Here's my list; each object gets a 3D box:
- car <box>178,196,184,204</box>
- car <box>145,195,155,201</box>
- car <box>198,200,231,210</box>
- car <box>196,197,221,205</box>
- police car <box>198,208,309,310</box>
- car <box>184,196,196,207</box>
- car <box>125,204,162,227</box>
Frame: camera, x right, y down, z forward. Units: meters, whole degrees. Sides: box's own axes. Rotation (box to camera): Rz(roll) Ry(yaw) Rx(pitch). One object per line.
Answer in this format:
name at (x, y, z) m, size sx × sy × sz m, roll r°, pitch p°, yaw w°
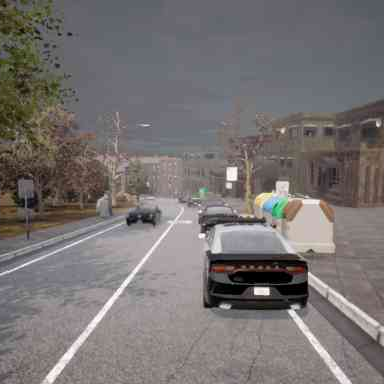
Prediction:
car at (-1.246, 1.357, 60.169) m, size 1.994 × 1.385 × 4.181 m, roll -1°, pitch 0°, yaw -11°
car at (-10.319, 1.495, 81.647) m, size 1.895 × 1.301 × 4.718 m, roll -2°, pitch 0°, yaw -18°
car at (1.391, 1.424, 17.927) m, size 1.882 × 1.535 × 5.008 m, roll 0°, pitch 0°, yaw 1°
car at (1.514, 1.278, 23.921) m, size 2.097 × 1.767 × 4.553 m, roll 0°, pitch 0°, yaw 1°
police car at (1.187, 1.402, 7.990) m, size 1.930 × 1.638 × 5.238 m, roll 0°, pitch 0°, yaw 1°
car at (0.298, 1.365, 46.843) m, size 1.812 × 1.442 × 4.674 m, roll 0°, pitch 0°, yaw -5°
car at (-3.170, 1.528, 22.505) m, size 1.895 × 1.301 × 4.718 m, roll 0°, pitch 0°, yaw 1°
